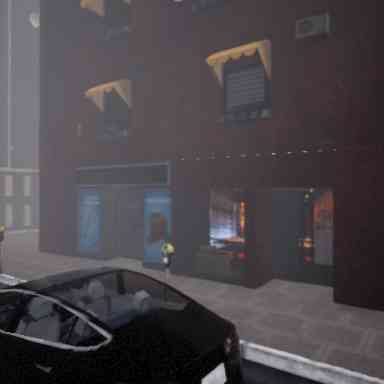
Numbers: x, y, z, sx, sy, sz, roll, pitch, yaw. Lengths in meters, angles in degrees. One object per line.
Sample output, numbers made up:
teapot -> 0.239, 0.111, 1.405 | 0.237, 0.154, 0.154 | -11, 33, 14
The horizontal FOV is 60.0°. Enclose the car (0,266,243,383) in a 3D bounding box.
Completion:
car -> -1.507, 1.600, 3.940 | 4.313, 1.339, 1.947 | -1, 0, 36
